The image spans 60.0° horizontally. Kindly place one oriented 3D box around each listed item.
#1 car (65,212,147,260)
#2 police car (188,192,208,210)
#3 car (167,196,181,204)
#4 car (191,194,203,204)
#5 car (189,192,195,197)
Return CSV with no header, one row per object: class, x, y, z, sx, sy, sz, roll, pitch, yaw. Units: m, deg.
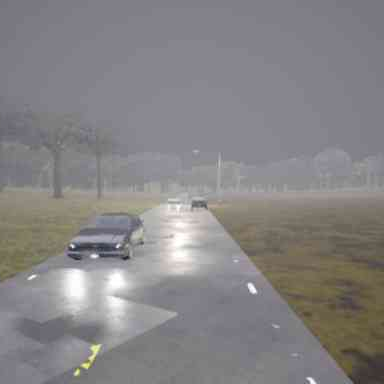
car,-2.848,1.479,12.362,2.033,1.411,5.357,0,0,0
police car,0.824,1.172,38.912,1.930,1.638,5.238,0,0,0
car,-2.818,1.235,52.519,1.895,1.301,4.718,0,0,0
car,0.824,1.092,54.804,1.882,1.535,5.008,0,0,0
car,-0.002,0.640,93.955,1.812,1.442,4.674,0,1,0
